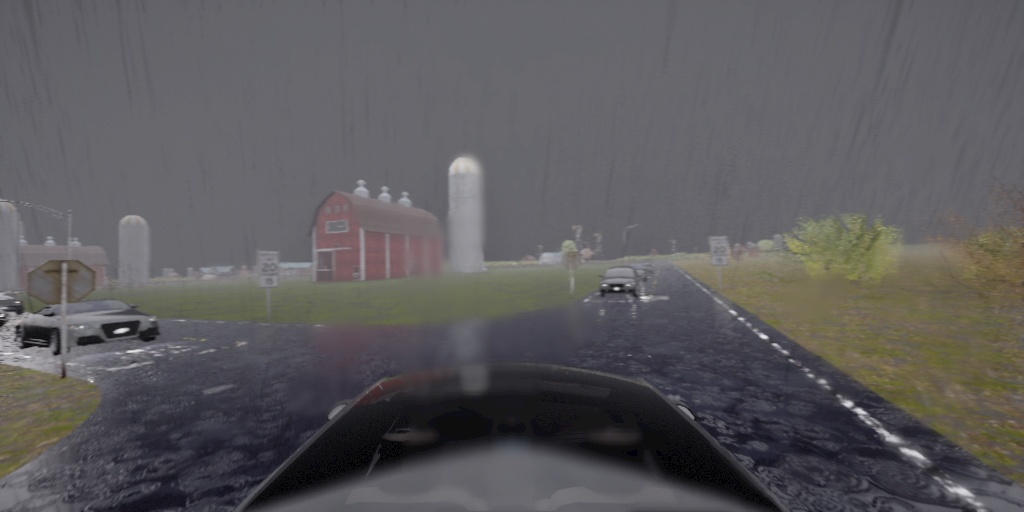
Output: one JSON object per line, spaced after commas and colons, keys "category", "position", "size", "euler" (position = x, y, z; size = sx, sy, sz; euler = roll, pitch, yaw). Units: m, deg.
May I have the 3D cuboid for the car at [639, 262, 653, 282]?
{"category": "car", "position": [10.199, 1.322, 29.614], "size": [2.128, 1.511, 4.902], "euler": [-2, -1, 23]}

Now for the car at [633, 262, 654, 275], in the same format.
{"category": "car", "position": [15.592, 1.415, 42.440], "size": [1.994, 1.385, 4.181], "euler": [-2, -1, 23]}

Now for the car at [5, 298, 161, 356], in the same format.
{"category": "car", "position": [-12.725, 1.997, 10.794], "size": [4.181, 1.385, 1.994], "euler": [-3, -2, 23]}

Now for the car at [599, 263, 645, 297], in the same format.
{"category": "car", "position": [5.929, 1.321, 19.425], "size": [1.837, 1.490, 4.892], "euler": [-2, -1, 23]}

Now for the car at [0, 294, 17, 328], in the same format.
{"category": "car", "position": [-24.579, 2.572, 15.854], "size": [5.357, 1.411, 2.033], "euler": [-3, -2, 23]}
